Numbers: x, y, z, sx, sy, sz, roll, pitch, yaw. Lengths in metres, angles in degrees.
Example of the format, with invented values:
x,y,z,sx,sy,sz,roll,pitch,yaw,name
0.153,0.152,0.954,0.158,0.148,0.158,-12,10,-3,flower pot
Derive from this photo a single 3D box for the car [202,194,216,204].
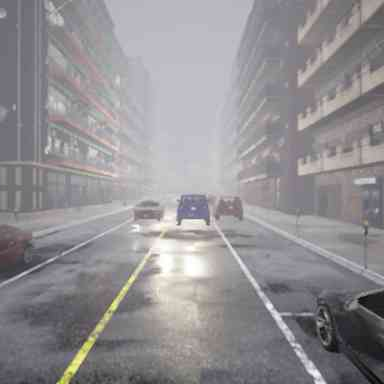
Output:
x,y,z,sx,sy,sz,roll,pitch,yaw,name
2.686,1.094,53.292,1.967,1.590,4.097,1,0,0,car

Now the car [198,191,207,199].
x,y,z,sx,sy,sz,roll,pitch,yaw,name
2.680,0.761,86.699,2.192,1.841,5.009,1,0,0,car

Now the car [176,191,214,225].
x,y,z,sx,sy,sz,roll,pitch,yaw,name
0.088,1.073,22.846,2.150,2.045,5.566,0,1,0,car

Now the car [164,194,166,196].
x,y,z,sx,sy,sz,roll,pitch,yaw,name
-5.695,1.180,53.155,1.752,1.417,4.829,1,0,0,car

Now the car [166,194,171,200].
x,y,z,sx,sy,sz,roll,pitch,yaw,name
-5.701,1.041,75.425,1.752,1.417,4.829,1,0,0,car

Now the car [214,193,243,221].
x,y,z,sx,sy,sz,roll,pitch,yaw,name
2.696,1.147,25.453,2.192,1.841,5.009,1,0,0,car

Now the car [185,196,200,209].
x,y,z,sx,sy,sz,roll,pitch,yaw,name
0.080,1.253,41.718,1.812,1.442,4.674,0,1,0,car

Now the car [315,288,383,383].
x,y,z,sx,sy,sz,roll,pitch,yaw,name
2.699,1.544,3.183,1.947,1.339,4.313,1,0,0,car

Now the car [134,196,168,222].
x,y,z,sx,sy,sz,roll,pitch,yaw,name
-3.106,1.314,24.837,1.882,1.535,5.008,0,0,0,car

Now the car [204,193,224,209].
x,y,z,sx,sy,sz,roll,pitch,yaw,name
2.691,1.040,42.156,2.192,1.841,5.009,1,0,0,car

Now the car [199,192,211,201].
x,y,z,sx,sy,sz,roll,pitch,yaw,name
2.684,0.865,69.995,2.192,1.841,5.009,1,0,0,car

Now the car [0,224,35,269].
x,y,z,sx,sy,sz,roll,pitch,yaw,name
-5.683,1.523,8.782,1.802,1.307,4.206,1,0,0,car
